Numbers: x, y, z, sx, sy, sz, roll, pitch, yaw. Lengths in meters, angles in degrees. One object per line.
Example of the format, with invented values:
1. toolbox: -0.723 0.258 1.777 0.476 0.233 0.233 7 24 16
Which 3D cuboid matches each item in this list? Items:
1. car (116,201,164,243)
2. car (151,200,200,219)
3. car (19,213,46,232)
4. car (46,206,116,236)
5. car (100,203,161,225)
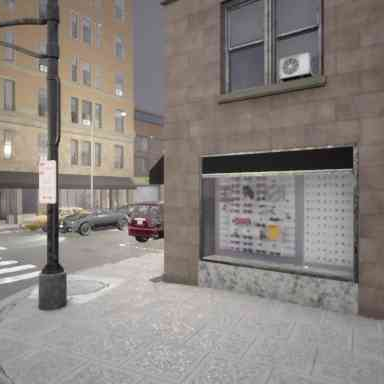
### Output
1. car: -0.732 1.306 15.346 2.192 1.841 5.009 0 0 35
2. car: -1.359 1.496 29.383 1.752 1.417 4.829 0 0 35
3. car: -7.815 1.520 20.096 1.752 1.417 4.829 0 0 35
4. car: -5.515 1.557 18.573 1.994 1.385 4.181 0 0 35
5. car: -4.489 1.548 24.880 1.947 1.339 4.313 0 0 35
